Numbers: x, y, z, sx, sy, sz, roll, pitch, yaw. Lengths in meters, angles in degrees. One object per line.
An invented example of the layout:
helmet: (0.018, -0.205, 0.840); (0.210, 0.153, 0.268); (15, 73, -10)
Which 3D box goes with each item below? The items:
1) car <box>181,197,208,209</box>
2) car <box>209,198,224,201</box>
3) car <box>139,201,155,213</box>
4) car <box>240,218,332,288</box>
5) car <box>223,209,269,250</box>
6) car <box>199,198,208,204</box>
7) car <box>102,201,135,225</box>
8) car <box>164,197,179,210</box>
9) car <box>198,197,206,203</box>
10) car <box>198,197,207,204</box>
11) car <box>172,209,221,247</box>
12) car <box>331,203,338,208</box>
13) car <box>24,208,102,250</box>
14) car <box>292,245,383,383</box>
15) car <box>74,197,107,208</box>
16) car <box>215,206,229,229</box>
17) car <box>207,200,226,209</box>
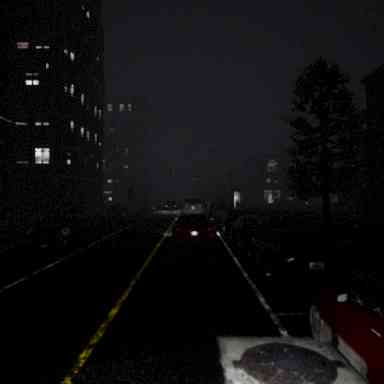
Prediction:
car: (0.104, 1.493, 32.561); (2.150, 2.045, 5.566); (0, -1, 0)
car: (2.694, 1.624, 36.936); (2.192, 1.841, 5.009); (0, 0, 0)
car: (-5.687, 1.880, 42.305); (1.752, 1.417, 4.829); (0, 0, 0)
car: (2.691, 1.641, 9.238); (1.947, 1.339, 4.313); (0, 0, 0)
car: (2.692, 1.673, 14.776); (2.008, 1.369, 4.403); (0, 0, 0)
car: (2.698, 2.258, 80.423); (2.008, 1.369, 4.403); (0, -1, 0)
car: (-5.687, 1.656, 25.857); (1.967, 1.590, 4.097); (0, 0, 0)
car: (-2.995, 1.936, 49.038); (1.837, 1.490, 4.892); (0, -1, 0)
car: (2.699, 2.262, 91.817); (1.967, 1.590, 4.097); (0, -1, 0)
car: (2.699, 2.205, 86.121); (1.967, 1.590, 4.097); (0, -1, 0)
car: (0.100, 1.694, 15.720); (1.994, 1.385, 4.181); (0, -1, 0)
car: (26.157, 2.149, 56.959); (4.507, 1.381, 1.887); (0, -1, 0)
car: (-5.689, 1.562, 14.778); (1.967, 1.590, 4.097); (0, 0, 0)
car: (2.691, 1.612, 3.698); (1.802, 1.307, 4.206); (0, 0, 0)
car: (-17.267, 1.741, 56.711); (5.009, 1.841, 2.192); (0, -1, 0)
car: (2.692, 1.735, 20.315); (1.947, 1.339, 4.313); (0, 0, 0)
car: (2.694, 1.789, 31.564); (1.752, 1.417, 4.829); (0, 0, 0)
